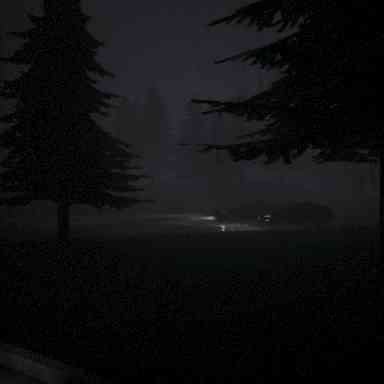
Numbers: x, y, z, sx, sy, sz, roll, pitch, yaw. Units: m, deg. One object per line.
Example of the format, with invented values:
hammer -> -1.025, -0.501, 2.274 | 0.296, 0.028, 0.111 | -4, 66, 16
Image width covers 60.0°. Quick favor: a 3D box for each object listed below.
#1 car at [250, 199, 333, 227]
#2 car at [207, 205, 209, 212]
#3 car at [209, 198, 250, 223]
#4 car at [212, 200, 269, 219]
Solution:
car -> 6.420, 1.337, 20.886 | 4.892, 1.490, 1.837 | 0, 0, -15
car -> 3.799, 1.283, 31.026 | 4.902, 1.511, 2.128 | 0, 0, -15
car -> 4.108, 1.307, 23.875 | 5.008, 1.535, 1.882 | 0, 0, -15
car -> 3.979, 1.374, 27.457 | 4.181, 1.385, 1.994 | 0, 0, -15
